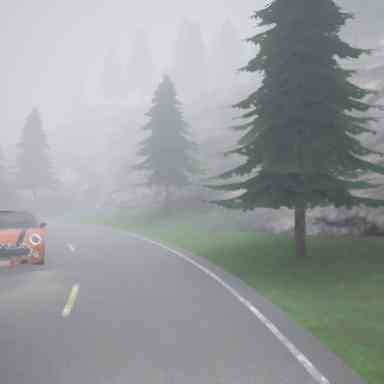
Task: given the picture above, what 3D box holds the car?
[{"bbox_3d":[-6.135,1.423,11.369,2.097,1.767,4.553,0,0,-23],"label":"car"}]
